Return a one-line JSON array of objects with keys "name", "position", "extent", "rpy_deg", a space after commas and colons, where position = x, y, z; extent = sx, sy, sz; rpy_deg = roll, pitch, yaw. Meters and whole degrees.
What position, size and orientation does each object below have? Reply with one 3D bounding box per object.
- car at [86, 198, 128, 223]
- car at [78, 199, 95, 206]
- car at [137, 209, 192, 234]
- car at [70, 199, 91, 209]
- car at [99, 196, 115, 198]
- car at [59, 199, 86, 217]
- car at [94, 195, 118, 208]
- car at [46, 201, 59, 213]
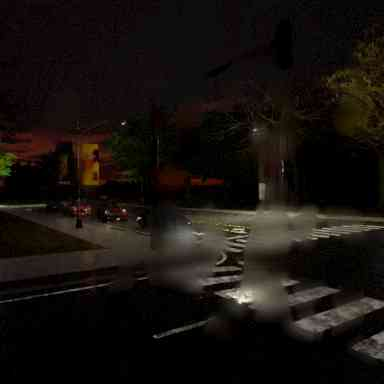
[{"name": "car", "position": [-7.506, 1.717, 29.788], "extent": [2.097, 1.767, 4.553], "rpy_deg": [-1, 0, -35]}, {"name": "car", "position": [-21.161, 2.100, 66.657], "extent": [1.994, 1.385, 4.181], "rpy_deg": [-1, 0, -35]}, {"name": "car", "position": [-2.011, 1.820, 22.034], "extent": [2.033, 1.411, 5.357], "rpy_deg": [-1, 0, -29]}, {"name": "car", "position": [-19.666, 2.079, 58.679], "extent": [2.033, 1.411, 5.357], "rpy_deg": [-1, 0, -35]}, {"name": "car", "position": [-13.808, 1.782, 50.366], "extent": [2.097, 1.767, 4.553], "rpy_deg": [-1, 0, -35]}, {"name": "car", "position": [-13.112, 1.812, 37.810], "extent": [2.097, 1.767, 4.553], "rpy_deg": [-1, 0, -35]}, {"name": "car", "position": [-15.047, 1.653, 57.910], "extent": [2.150, 2.045, 5.566], "rpy_deg": [-1, 0, -35]}, {"name": "car", "position": [-18.866, 2.035, 46.116], "extent": [1.882, 1.535, 5.008], "rpy_deg": [-1, 0, -35]}]
